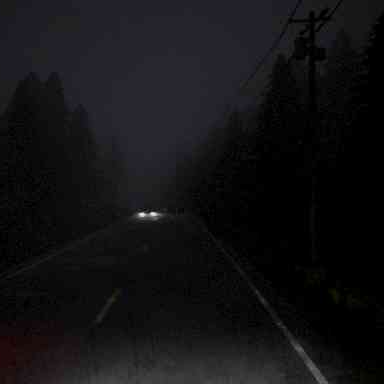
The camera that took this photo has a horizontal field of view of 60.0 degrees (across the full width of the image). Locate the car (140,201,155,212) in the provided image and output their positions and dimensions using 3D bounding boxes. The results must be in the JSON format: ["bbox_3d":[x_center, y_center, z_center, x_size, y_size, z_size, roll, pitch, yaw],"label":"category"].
[{"bbox_3d":[-5.811,1.884,43.640,1.895,1.301,4.718,0,0,-9],"label":"car"}]

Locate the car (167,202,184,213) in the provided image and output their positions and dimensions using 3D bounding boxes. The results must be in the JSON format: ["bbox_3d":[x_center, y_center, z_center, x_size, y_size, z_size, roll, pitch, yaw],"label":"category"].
[{"bbox_3d":[-2.140,1.869,41.914,1.895,1.301,4.718,0,0,-8],"label":"car"}]
